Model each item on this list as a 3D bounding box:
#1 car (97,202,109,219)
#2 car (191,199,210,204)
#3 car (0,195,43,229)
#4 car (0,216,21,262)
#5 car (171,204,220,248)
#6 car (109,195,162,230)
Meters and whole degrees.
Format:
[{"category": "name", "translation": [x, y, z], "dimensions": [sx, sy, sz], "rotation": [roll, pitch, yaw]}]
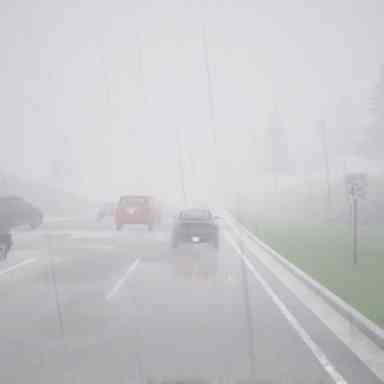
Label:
[{"category": "car", "translation": [-6.439, 1.477, 28.153], "dimensions": [2.033, 1.411, 5.357], "rotation": [0, 0, 3]}, {"category": "car", "translation": [0.913, 1.437, 35.208], "dimensions": [1.812, 1.442, 4.674], "rotation": [0, 0, 3]}, {"category": "car", "translation": [-10.278, 1.176, 18.049], "dimensions": [2.150, 2.045, 5.566], "rotation": [0, 0, 1]}, {"category": "car", "translation": [-6.893, 1.578, 9.000], "dimensions": [1.895, 1.301, 4.718], "rotation": [0, 0, 0]}, {"category": "car", "translation": [0.159, 1.468, 14.554], "dimensions": [1.837, 1.490, 4.892], "rotation": [0, 0, 1]}, {"category": "car", "translation": [-3.207, 1.169, 20.706], "dimensions": [2.150, 2.045, 5.566], "rotation": [0, 0, 2]}]
